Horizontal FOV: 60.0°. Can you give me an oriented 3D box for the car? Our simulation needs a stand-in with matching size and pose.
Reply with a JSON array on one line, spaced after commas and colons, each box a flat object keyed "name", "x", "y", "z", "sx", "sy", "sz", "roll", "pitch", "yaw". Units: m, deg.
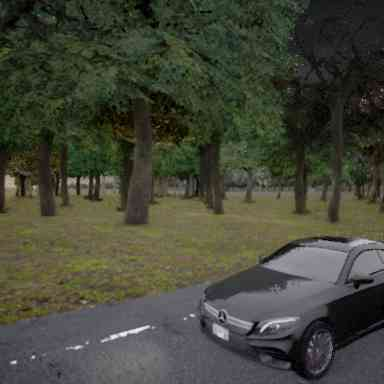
[{"name": "car", "x": 2.261, "y": 1.521, "z": 5.594, "sx": 4.674, "sy": 1.442, "sz": 1.812, "roll": 0, "pitch": 0, "yaw": -35}]
